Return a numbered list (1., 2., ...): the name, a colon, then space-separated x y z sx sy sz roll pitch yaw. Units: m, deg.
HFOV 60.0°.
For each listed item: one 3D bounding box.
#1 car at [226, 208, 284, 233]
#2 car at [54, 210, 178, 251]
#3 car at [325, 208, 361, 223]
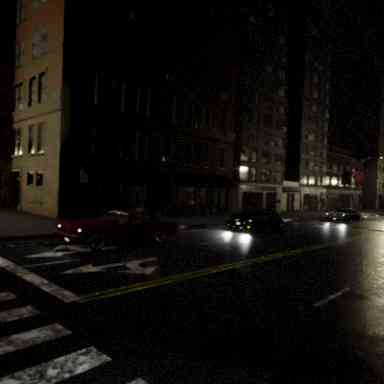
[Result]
1. car: 3.982 1.666 20.452 1.994 1.385 4.181 3 0 42
2. car: -2.823 1.399 13.119 1.895 1.301 4.718 3 0 43
3. car: 14.424 2.170 31.670 1.895 1.301 4.718 3 0 43
